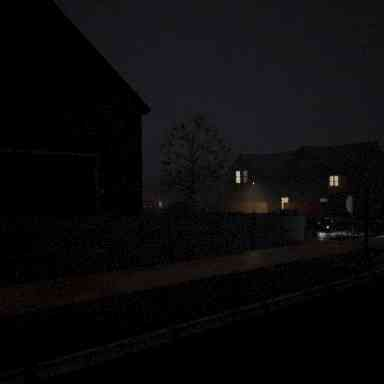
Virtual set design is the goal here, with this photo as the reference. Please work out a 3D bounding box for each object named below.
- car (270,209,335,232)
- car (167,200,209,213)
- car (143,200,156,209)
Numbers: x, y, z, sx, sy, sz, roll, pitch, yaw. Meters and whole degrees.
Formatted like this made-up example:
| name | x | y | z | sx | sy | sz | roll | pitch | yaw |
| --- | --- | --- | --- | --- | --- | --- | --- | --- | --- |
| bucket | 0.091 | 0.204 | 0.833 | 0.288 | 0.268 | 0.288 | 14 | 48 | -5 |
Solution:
| name | x | y | z | sx | sy | sz | roll | pitch | yaw |
| --- | --- | --- | --- | --- | --- | --- | --- | --- | --- |
| car | 6.967 | 1.881 | 23.031 | 2.033 | 1.411 | 5.357 | -1 | -1 | -36 |
| car | -0.477 | 1.858 | 33.516 | 2.150 | 2.045 | 5.566 | -1 | -1 | -35 |
| car | -7.291 | 2.192 | 48.099 | 2.150 | 2.045 | 5.566 | -1 | -1 | -35 |
